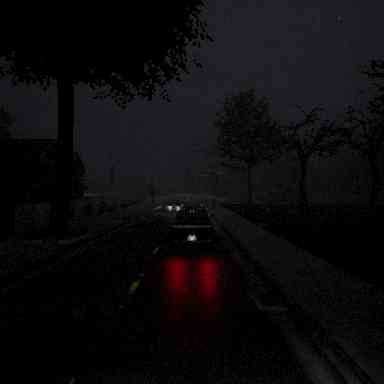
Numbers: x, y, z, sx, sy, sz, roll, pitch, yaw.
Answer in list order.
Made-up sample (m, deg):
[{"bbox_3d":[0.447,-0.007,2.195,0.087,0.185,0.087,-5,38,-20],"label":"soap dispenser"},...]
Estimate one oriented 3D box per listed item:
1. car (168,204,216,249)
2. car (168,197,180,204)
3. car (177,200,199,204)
[{"bbox_3d":[0.000,1.495,14.652,2.128,1.511,4.902,0,0,0],"label":"car"},{"bbox_3d":[-2.750,1.566,53.657,2.033,1.411,5.357,0,0,0],"label":"car"},{"bbox_3d":[0.000,1.565,29.653,1.994,1.385,4.181,0,0,0],"label":"car"}]
